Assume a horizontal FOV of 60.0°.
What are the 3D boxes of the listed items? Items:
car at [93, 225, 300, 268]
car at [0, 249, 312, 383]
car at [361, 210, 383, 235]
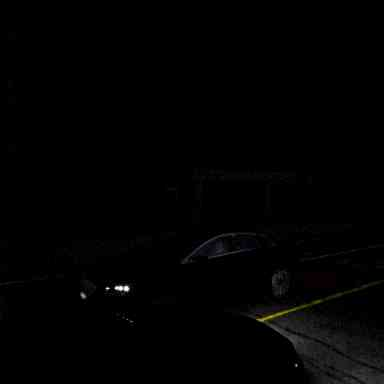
[{"bbox_3d":[0.205,1.491,6.925,4.902,1.511,2.128,0,0,-35],"label":"car"},{"bbox_3d":[-1.091,1.525,2.383,4.674,1.442,1.812,0,0,-36],"label":"car"},{"bbox_3d":[10.616,1.582,17.470,4.206,1.307,1.802,0,0,-35],"label":"car"}]
